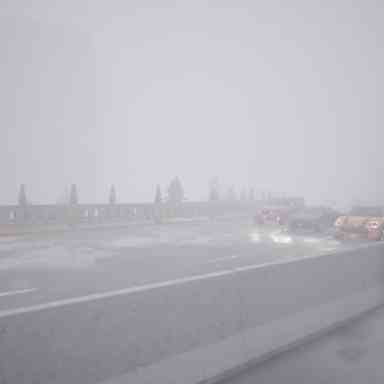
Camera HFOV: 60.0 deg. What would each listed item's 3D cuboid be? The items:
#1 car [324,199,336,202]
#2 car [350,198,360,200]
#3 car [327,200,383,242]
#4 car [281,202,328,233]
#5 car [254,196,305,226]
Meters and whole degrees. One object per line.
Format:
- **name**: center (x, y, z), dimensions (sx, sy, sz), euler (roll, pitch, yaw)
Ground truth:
- **car**: center (25.679, 1.956, 61.802), dimensions (1.994, 1.385, 4.181), euler (0, 0, 14)
- **car**: center (27.859, 1.889, 56.574), dimensions (1.837, 1.490, 4.892), euler (0, 0, 16)
- **car**: center (8.973, 1.470, 16.980), dimensions (2.097, 1.767, 4.553), euler (0, 0, 43)
- **car**: center (7.771, 1.605, 20.761), dimensions (1.882, 1.535, 5.008), euler (0, 0, 42)
- **car**: center (6.762, 1.361, 24.837), dimensions (2.150, 2.045, 5.566), euler (0, 0, 41)
